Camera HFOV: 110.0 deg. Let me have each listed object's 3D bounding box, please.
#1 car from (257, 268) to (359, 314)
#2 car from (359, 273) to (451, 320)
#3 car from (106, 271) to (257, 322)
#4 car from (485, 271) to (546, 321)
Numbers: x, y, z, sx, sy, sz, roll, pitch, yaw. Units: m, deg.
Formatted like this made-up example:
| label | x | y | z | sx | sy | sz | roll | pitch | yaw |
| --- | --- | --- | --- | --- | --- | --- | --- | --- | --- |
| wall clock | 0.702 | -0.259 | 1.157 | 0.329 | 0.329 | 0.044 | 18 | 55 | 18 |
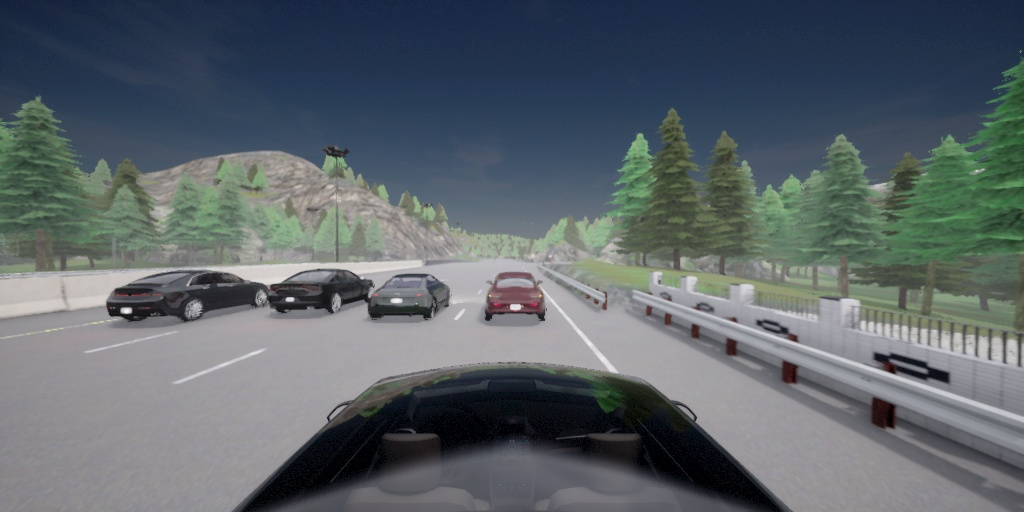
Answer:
| label | x | y | z | sx | sy | sz | roll | pitch | yaw |
| --- | --- | --- | --- | --- | --- | --- | --- | --- | --- |
| car | -6.893 | 1.193 | 13.613 | 1.882 | 1.535 | 5.008 | 0 | 0 | 0 |
| car | -3.393 | 1.283 | 12.555 | 1.994 | 1.385 | 4.181 | 0 | 0 | 0 |
| car | -10.393 | 1.223 | 12.090 | 1.837 | 1.490 | 4.892 | 0 | 0 | 0 |
| car | 0.093 | 1.247 | 12.246 | 1.812 | 1.442 | 4.674 | 0 | 0 | 0 |
